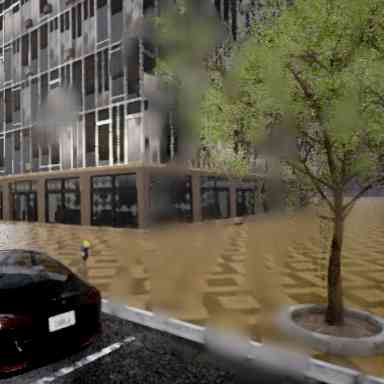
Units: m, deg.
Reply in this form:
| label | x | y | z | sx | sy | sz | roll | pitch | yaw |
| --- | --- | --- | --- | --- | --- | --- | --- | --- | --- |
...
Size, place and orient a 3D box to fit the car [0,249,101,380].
| label | x | y | z | sx | sy | sz | roll | pitch | yaw |
| --- | --- | --- | --- | --- | --- | --- | --- | --- | --- |
| car | -3.229 | 1.562 | 5.153 | 4.313 | 1.339 | 1.947 | 0 | -1 | 36 |
